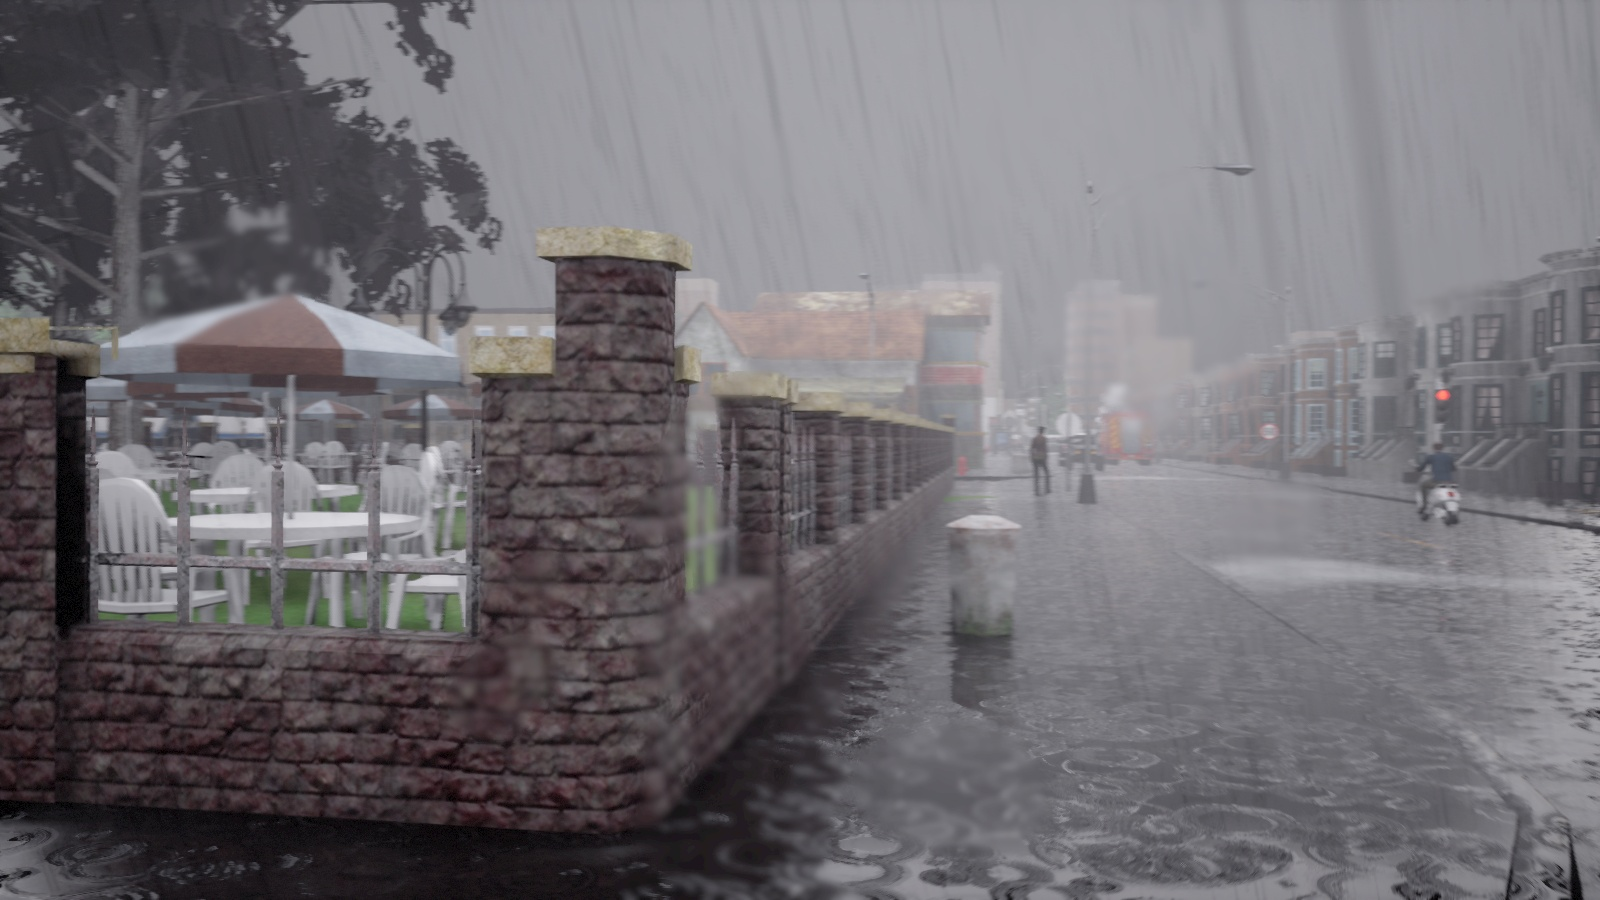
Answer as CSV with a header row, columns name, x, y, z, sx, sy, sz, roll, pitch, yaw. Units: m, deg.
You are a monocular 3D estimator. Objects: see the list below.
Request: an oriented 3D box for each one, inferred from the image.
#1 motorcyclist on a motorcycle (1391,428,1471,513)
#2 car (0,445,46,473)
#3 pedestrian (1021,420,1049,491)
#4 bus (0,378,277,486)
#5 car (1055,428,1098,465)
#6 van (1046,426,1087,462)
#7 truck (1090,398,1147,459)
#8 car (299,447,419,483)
name,x,y,z,sx,sy,sz,roll,pitch,yaw
motorcyclist on a motorcycle,12.238,0.372,24.416,0.866,1.590,1.817,-1,1,9
car,-49.977,0.555,78.656,2.242,1.667,4.611,-1,1,9
pedestrian,6.062,0.133,32.387,0.328,1.805,0.869,0,1,36
bus,-27.871,-0.709,52.791,10.273,4.253,3.944,-1,1,10
car,14.490,-0.198,65.918,1.905,1.878,3.866,-1,1,9
van,15.809,-0.368,74.614,2.069,2.038,4.480,-1,1,9
truck,21.397,-1.421,84.804,2.891,3.827,8.468,-1,1,9
car,-17.991,0.619,51.315,4.181,1.385,1.994,-1,1,8
